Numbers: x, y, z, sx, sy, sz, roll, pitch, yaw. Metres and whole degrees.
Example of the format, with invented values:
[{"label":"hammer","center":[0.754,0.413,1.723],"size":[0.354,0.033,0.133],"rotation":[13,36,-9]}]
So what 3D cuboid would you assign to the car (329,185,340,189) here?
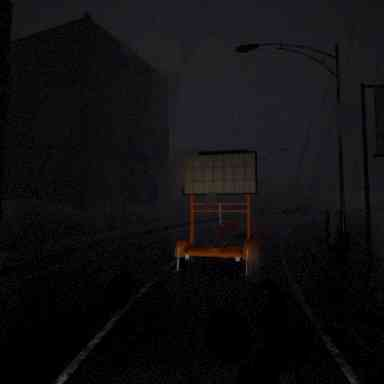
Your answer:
[{"label":"car","center":[34.248,-0.886,82.023],"size":[4.674,1.452,2.002],"rotation":[3,-5,-29]}]

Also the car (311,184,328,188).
[{"label":"car","center":[29.403,-1.110,79.387],"size":[4.792,1.488,2.163],"rotation":[2,-5,-27]}]

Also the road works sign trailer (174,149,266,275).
[{"label":"road works sign trailer","center":[0.922,0.487,10.660],"size":[2.380,3.560,2.880],"rotation":[-1,0,17]}]

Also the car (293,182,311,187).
[{"label":"car","center":[24.324,-1.479,76.760],"size":[4.553,1.767,2.185],"rotation":[2,-5,-26]}]

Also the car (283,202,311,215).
[{"label":"car","center":[12.860,1.986,40.492],"size":[1.812,1.442,4.674],"rotation":[-4,-4,44]}]

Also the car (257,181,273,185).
[{"label":"car","center":[14.337,-1.700,71.982],"size":[4.674,1.452,2.002],"rotation":[2,-5,-24]}]

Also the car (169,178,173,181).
[{"label":"car","center":[-5.939,-2.458,63.455],"size":[4.553,1.767,2.185],"rotation":[1,-5,-23]}]

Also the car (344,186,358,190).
[{"label":"car","center":[38.949,-0.705,84.717],"size":[4.892,1.521,2.231],"rotation":[3,-5,-30]}]

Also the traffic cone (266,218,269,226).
[{"label":"traffic cone","center":[5.170,2.063,22.988],"size":[0.340,0.580,0.340],"rotation":[-2,-1,16]}]

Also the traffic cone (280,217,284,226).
[{"label":"traffic cone","center":[6.122,2.032,22.699],"size":[0.340,0.580,0.340],"rotation":[-2,-1,17]}]

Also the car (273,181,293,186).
[{"label":"car","center":[19.367,-1.551,74.320],"size":[5.008,1.535,2.097],"rotation":[2,-5,-25]}]
